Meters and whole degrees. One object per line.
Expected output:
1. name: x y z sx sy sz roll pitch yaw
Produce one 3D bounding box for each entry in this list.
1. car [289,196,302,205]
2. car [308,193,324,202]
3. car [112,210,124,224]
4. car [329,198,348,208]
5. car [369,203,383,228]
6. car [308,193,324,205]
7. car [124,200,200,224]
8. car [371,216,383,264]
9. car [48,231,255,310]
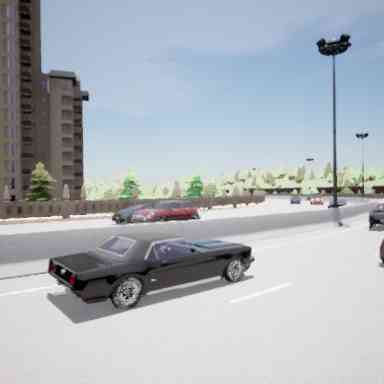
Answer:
1. car: 18.359 1.485 58.751 1.837 1.490 4.892 0 0 19
2. car: 29.540 1.207 79.677 2.150 2.045 5.566 -1 0 5
3. car: -3.657 1.569 24.080 4.181 1.385 1.994 0 0 -44
4. car: 17.923 1.443 40.604 2.033 1.411 5.357 -1 0 29
5. car: 12.226 1.388 20.234 2.128 1.511 4.902 0 0 41
6. car: 21.039 1.293 55.825 2.097 1.767 4.553 -1 0 20
7. car: -1.632 1.344 21.198 4.553 1.767 2.097 0 0 -44
8. car: 7.494 1.495 10.359 4.181 1.385 1.994 0 0 -43
9. car: -0.690 1.594 7.842 4.718 1.301 1.895 0 0 -38
